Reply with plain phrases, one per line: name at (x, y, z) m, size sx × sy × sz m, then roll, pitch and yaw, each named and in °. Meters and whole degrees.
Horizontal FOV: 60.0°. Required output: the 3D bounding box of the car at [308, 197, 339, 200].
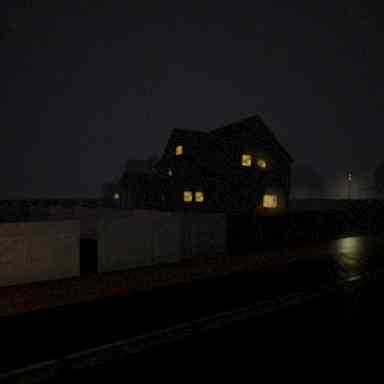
car at (13.895, 1.550, 33.404) m, size 2.150 × 2.045 × 5.566 m, roll 3°, pitch -2°, yaw -27°
